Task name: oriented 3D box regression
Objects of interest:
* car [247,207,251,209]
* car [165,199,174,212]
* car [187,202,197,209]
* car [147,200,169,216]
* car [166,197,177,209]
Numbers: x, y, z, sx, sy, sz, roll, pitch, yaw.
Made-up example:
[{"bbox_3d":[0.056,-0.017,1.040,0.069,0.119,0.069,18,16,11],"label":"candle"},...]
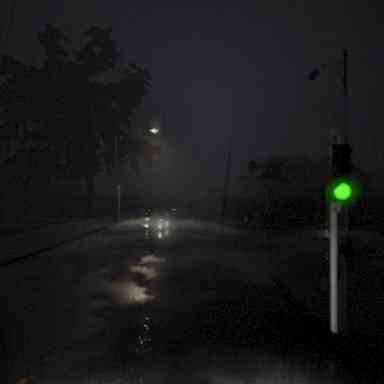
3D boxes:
[{"bbox_3d":[8.888,1.856,37.688,5.357,1.415,2.033,0,-1,3],"label":"car"},{"bbox_3d":[-4.080,2.152,48.755,1.837,1.490,4.892,0,-1,0],"label":"car"},{"bbox_3d":[0.006,2.385,59.112,1.895,1.301,4.718,0,-1,0],"label":"car"},{"bbox_3d":[-4.088,2.022,38.935,1.837,1.490,4.892,0,-1,0],"label":"car"},{"bbox_3d":[-4.037,2.042,61.999,2.150,2.045,5.566,0,-1,0],"label":"car"}]
